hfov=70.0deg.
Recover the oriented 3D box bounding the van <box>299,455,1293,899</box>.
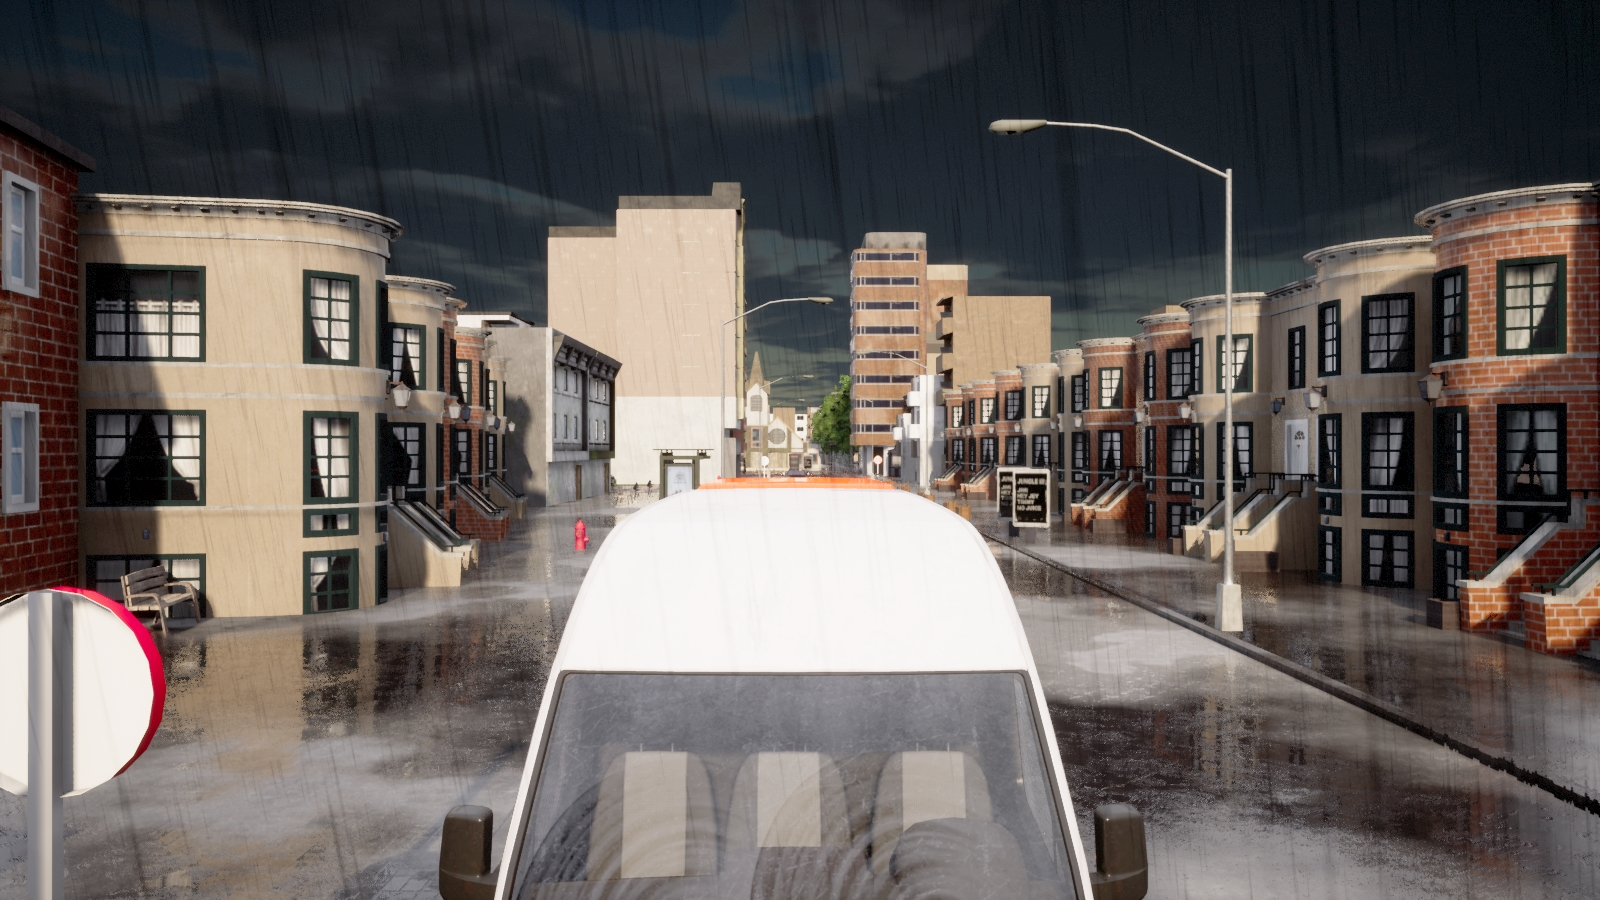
[{"bbox_3d":[-0.019,1.314,5.243,1.988,2.561,5.915,0,0,0],"label":"van"}]
